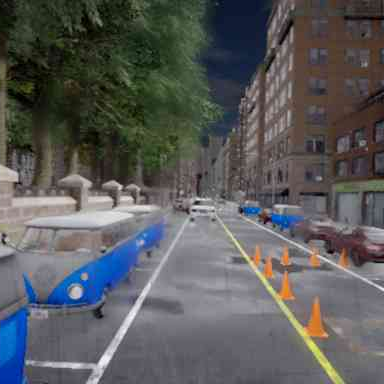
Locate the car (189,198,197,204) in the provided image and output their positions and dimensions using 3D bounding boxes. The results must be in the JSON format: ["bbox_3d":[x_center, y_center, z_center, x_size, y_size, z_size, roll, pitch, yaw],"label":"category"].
[{"bbox_3d":[0.181,2.477,90.175,2.008,1.369,4.403,2,-1,2],"label":"car"}]

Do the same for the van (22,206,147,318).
[{"bbox_3d":[-2.228,1.344,7.130,1.690,1.788,3.998,2,-1,2],"label":"van"}]

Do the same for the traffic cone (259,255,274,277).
[{"bbox_3d":[2.219,2.143,9.651,0.340,0.580,0.340,2,-1,2],"label":"traffic cone"}]

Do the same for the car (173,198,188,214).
[{"bbox_3d":[-1.239,1.712,41.061,2.192,1.841,5.009,2,-1,2],"label":"car"}]

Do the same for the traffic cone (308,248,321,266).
[{"bbox_3d":[4.275,2.237,11.591,0.340,0.580,0.340,2,-1,2],"label":"traffic cone"}]

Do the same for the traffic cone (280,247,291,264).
[{"bbox_3d":[3.276,2.202,11.621,0.340,0.580,0.340,2,-1,2],"label":"traffic cone"}]

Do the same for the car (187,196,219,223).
[{"bbox_3d":[1.017,1.587,30.154,2.150,2.045,5.566,2,-1,2],"label":"car"}]

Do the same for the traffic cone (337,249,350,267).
[{"bbox_3d":[5.274,2.272,11.562,0.340,0.580,0.340,2,-1,2],"label":"traffic cone"}]

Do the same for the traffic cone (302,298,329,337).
[{"bbox_3d":[2.103,2.095,5.653,0.340,0.580,0.340,2,-1,2],"label":"traffic cone"}]

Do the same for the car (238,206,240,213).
[{"bbox_3d":[7.434,2.324,46.506,1.947,1.339,4.313,2,-1,2],"label":"car"}]

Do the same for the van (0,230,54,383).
[{"bbox_3d":[-2.391,1.274,1.475,1.690,1.788,3.998,2,-1,2],"label":"van"}]

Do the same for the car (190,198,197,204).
[{"bbox_3d":[0.340,2.532,95.623,1.887,1.381,4.507,2,-1,2],"label":"car"}]

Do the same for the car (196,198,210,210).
[{"bbox_3d":[1.869,2.007,56.225,2.097,1.767,4.553,2,0,2],"label":"car"}]

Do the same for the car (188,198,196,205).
[{"bbox_3d":[0.019,2.390,84.557,1.752,1.417,4.829,2,-1,2],"label":"car"}]

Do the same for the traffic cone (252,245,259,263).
[{"bbox_3d":[2.278,2.167,11.650,0.340,0.580,0.340,2,-1,2],"label":"traffic cone"}]

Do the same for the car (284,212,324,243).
[{"bbox_3d":[6.611,2.018,18.217,1.802,1.307,4.206,2,-1,2],"label":"car"}]

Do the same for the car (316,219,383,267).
[{"bbox_3d":[6.446,1.951,12.559,1.802,1.307,4.206,2,-1,2],"label":"car"}]

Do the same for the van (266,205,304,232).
[{"bbox_3d":[6.783,1.844,23.877,1.690,1.788,3.998,2,-1,2],"label":"van"}]

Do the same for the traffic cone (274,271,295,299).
[{"bbox_3d":[2.161,2.119,7.652,0.340,0.580,0.340,2,-1,2],"label":"traffic cone"}]

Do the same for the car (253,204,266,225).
[{"bbox_3d":[6.941,2.113,29.533,1.887,1.381,4.507,2,-1,2],"label":"car"}]

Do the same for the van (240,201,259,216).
[{"bbox_3d":[7.277,2.037,40.850,1.690,1.788,3.998,2,-1,2],"label":"van"}]

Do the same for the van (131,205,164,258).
[{"bbox_3d":[-2.063,1.412,12.785,1.690,1.788,3.998,2,-1,2],"label":"van"}]
